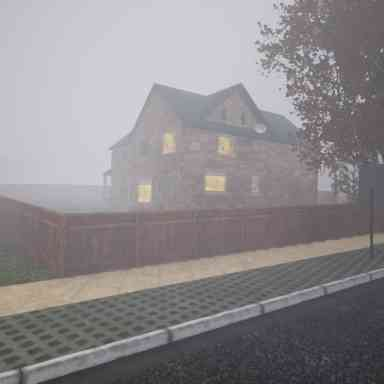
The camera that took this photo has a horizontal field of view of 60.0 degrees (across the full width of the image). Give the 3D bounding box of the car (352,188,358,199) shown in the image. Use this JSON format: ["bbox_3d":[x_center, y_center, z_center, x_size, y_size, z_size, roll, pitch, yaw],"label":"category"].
[{"bbox_3d":[22.163,0.379,44.187,2.150,2.045,5.566,1,2,-3],"label":"car"}]

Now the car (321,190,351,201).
[{"bbox_3d":[19.154,0.613,45.150,1.994,1.385,4.181,1,2,-3],"label":"car"}]
